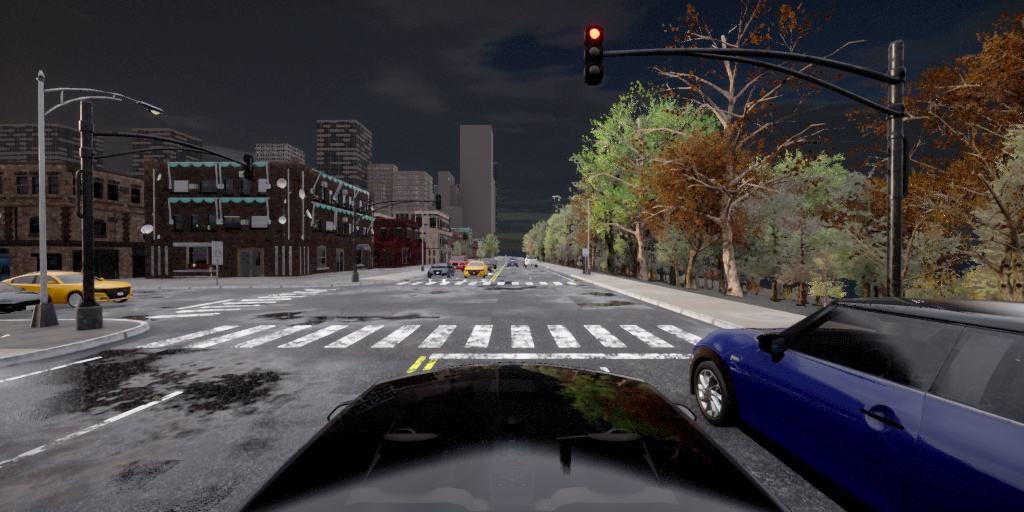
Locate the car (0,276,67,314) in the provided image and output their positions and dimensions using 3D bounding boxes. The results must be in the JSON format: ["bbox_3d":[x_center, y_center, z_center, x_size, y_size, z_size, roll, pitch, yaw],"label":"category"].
[{"bbox_3d":[-19.947,1.564,13.290,4.313,1.339,1.948,0,0,0],"label":"car"}]

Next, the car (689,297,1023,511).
[{"bbox_3d":[3.351,1.102,2.833,2.097,1.767,4.553,0,0,0],"label":"car"}]

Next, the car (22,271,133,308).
[{"bbox_3d":[-20.009,1.450,15.985,5.008,1.535,1.882,-1,1,-1],"label":"car"}]

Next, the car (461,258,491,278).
[{"bbox_3d":[-3.351,1.217,33.982,1.882,1.535,5.008,0,0,0],"label":"car"}]

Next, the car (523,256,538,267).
[{"bbox_3d":[3.353,0.948,63.641,2.150,2.045,5.566,0,0,0],"label":"car"}]

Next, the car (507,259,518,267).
[{"bbox_3d":[0.100,1.252,64.490,1.812,1.442,4.674,0,0,0],"label":"car"}]

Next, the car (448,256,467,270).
[{"bbox_3d":[-6.599,0.957,44.177,2.150,2.045,5.566,0,0,0],"label":"car"}]

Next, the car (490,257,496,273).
[{"bbox_3d":[-3.350,1.241,44.031,1.837,1.490,4.892,0,0,0],"label":"car"}]

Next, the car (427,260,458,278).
[{"bbox_3d":[-6.601,1.303,33.778,1.994,1.385,4.181,0,0,0],"label":"car"}]
